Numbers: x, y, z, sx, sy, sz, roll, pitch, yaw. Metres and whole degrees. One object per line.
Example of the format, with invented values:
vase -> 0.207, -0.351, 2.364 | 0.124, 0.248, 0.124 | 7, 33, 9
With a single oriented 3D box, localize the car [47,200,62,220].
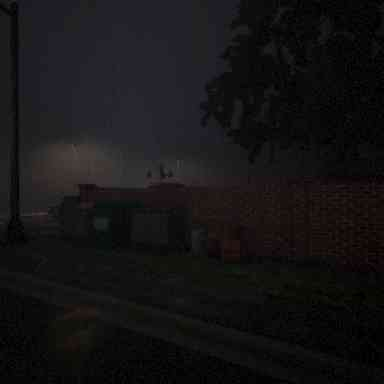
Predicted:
car -> -9.868, 1.618, 28.552 | 2.128, 1.511, 4.902 | 0, 0, 36

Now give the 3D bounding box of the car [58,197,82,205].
car -> -23.023, 1.730, 62.799 | 1.970, 1.475, 3.806 | 0, 0, 36
